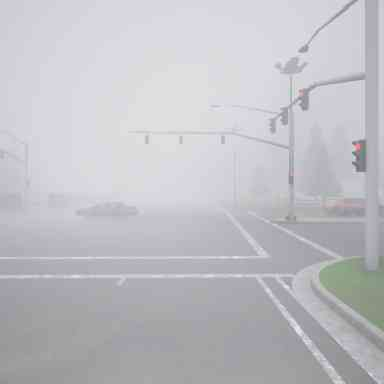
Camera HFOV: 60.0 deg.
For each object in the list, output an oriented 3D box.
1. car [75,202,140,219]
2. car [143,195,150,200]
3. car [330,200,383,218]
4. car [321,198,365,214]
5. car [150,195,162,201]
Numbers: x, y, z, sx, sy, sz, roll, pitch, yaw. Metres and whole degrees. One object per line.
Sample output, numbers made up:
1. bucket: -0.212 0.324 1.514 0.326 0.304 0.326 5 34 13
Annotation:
1. car: -7.262 1.548 28.904 5.357 1.411 2.033 0 0 -1
2. car: -12.438 1.524 91.544 1.812 1.442 4.674 0 0 0
3. car: 15.119 1.601 29.238 4.718 1.301 1.895 0 0 -1
4. car: 15.204 1.352 32.739 4.553 1.767 2.097 0 0 -1
5. car: -8.944 1.540 87.383 2.033 1.411 5.357 0 0 0
